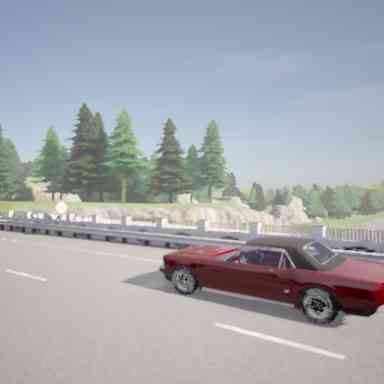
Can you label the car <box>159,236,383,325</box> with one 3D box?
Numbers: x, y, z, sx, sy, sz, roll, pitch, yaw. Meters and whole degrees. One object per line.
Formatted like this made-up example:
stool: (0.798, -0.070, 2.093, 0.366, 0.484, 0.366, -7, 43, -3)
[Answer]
car: (1.563, 1.632, 7.184, 4.718, 1.301, 1.895, -1, 0, 36)
